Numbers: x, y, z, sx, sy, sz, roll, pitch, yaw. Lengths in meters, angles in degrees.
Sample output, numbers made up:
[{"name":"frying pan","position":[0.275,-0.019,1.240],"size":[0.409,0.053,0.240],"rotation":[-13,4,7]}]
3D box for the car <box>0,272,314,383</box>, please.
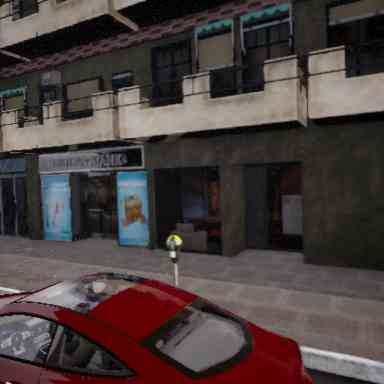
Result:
[{"name":"car","position":[-1.075,1.468,3.099],"size":[4.206,1.307,1.802],"rotation":[0,2,27]}]
